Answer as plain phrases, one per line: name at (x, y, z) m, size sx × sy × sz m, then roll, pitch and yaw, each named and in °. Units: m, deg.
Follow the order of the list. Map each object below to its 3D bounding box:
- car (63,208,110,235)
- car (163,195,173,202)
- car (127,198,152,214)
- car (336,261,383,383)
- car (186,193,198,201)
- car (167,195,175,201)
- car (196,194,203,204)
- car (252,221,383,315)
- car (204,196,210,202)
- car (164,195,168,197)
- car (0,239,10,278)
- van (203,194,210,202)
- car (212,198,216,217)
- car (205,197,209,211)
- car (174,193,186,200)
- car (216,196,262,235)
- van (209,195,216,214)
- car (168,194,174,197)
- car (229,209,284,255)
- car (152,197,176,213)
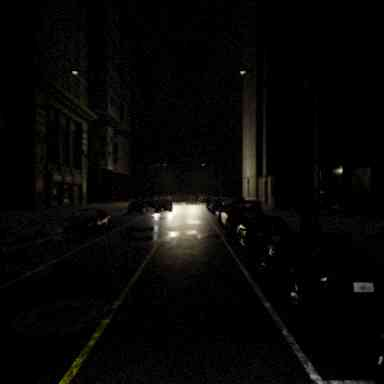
car at (-5.760, 1.596, 18.697) m, size 1.802 × 1.307 × 4.206 m, roll 0°, pitch 0°, yaw 0°
car at (-5.759, 1.527, 80.697) m, size 1.967 × 1.590 × 4.097 m, roll 0°, pitch 0°, yaw 0°
car at (-5.759, 1.596, 35.606) m, size 1.947 × 1.339 × 4.313 m, roll 0°, pitch 0°, yaw 0°
car at (2.766, 1.552, 1.793) m, size 2.008 × 1.369 × 4.403 m, roll 0°, pitch 0°, yaw 0°
car at (0.001, 1.542, 85.360) m, size 1.895 × 1.301 × 4.718 m, roll 0°, pitch 0°, yaw 0°
car at (-5.759, 1.653, 91.969) m, size 2.008 × 1.369 × 4.403 m, roll 0°, pitch 0°, yaw 0°
car at (2.355, 1.572, 66.503) m, size 1.837 × 1.490 × 4.892 m, roll 0°, pitch 0°, yaw 0°
car at (2.765, 1.571, 7.430) m, size 1.947 × 1.339 × 4.313 m, roll 0°, pitch 0°, yaw 0°
car at (2.766, 1.561, 41.419) m, size 1.752 × 1.417 × 4.829 m, roll 0°, pitch 0°, yaw 0°
car at (-5.759, 1.623, 58.150) m, size 1.947 × 1.339 × 4.313 m, roll 0°, pitch 0°, yaw 0°
car at (-5.760, 1.587, 7.424) m, size 1.802 × 1.307 × 4.206 m, roll 0°, pitch 0°, yaw 0°
van at (2.766, 1.384, 46.886) m, size 1.690 × 1.788 × 3.998 m, roll 0°, pitch 0°, yaw 0°
car at (2.766, 1.460, 24.340) m, size 1.967 × 1.590 × 4.097 m, roll 0°, pitch 0°, yaw 0°
car at (2.766, 1.581, 35.613) m, size 2.008 × 1.369 × 4.403 m, roll 0°, pitch 0°, yaw 0°
car at (-2.999, 1.248, 77.734) m, size 2.097 × 1.767 × 4.553 m, roll 0°, pitch 0°, yaw 0°
car at (2.766, 1.330, 18.703) m, size 2.192 × 1.841 × 5.009 m, roll 0°, pitch 0°, yaw 0°
van at (2.766, 1.366, 29.976) m, size 1.690 × 1.788 × 3.998 m, roll 0°, pitch 0°, yaw 0°
car at (-5.759, 1.645, 75.060) m, size 1.947 × 1.339 × 4.313 m, roll 0°, pitch 0°, yaw 0°
car at (2.765, 1.576, 13.066) m, size 1.947 × 1.339 × 4.313 m, roll 0°, pitch 0°, yaw 0°
car at (-3.094, 1.557, 37.247) m, size 1.812 × 1.442 × 4.674 m, roll 0°, pitch 0°, yaw 0°
